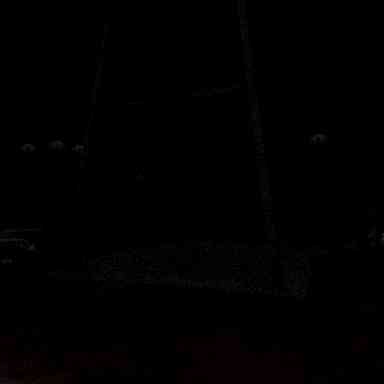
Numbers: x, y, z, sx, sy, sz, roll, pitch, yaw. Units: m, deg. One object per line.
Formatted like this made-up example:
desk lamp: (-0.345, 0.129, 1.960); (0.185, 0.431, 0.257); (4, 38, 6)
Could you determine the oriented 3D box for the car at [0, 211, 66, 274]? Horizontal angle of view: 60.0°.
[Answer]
car: (-5.701, 1.645, 11.550); (1.905, 1.878, 3.866); (-1, -1, -8)
